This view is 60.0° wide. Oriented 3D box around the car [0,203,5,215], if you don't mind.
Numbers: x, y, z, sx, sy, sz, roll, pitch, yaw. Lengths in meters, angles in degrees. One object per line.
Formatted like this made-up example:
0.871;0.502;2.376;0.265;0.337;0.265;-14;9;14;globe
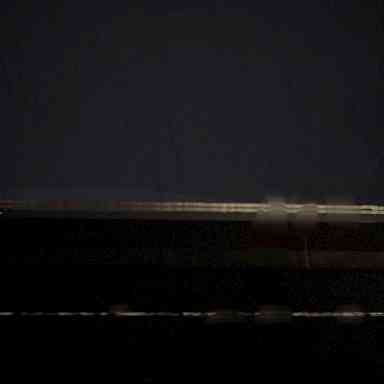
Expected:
-14.633;1.106;21.153;4.902;1.511;2.128;1;0;-3;car
